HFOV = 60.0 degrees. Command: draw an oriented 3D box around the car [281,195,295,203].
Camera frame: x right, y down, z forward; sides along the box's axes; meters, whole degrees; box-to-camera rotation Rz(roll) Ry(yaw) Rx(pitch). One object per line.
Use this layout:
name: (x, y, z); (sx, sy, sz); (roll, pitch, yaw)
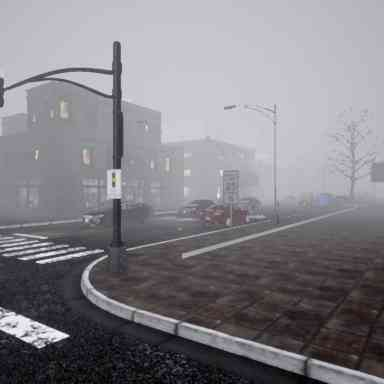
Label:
car: (16.602, 1.201, 57.033); (1.802, 1.307, 4.206); (0, 1, 35)

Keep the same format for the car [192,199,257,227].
car: (2.208, 1.403, 21.413); (1.887, 1.381, 4.507); (0, 1, 35)

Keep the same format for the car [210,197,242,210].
car: (4.049, 1.333, 38.840); (1.947, 1.339, 4.313); (0, 1, 35)

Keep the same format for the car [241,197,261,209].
car: (6.296, 1.287, 37.534); (1.812, 1.442, 4.674); (0, 0, 35)

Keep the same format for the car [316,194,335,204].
car: (22.180, 1.079, 54.948); (1.882, 1.535, 5.008); (0, 0, 34)

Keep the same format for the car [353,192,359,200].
car: (26.638, 1.115, 56.823); (1.887, 1.381, 4.507); (0, 1, 35)

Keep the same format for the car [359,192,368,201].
car: (32.915, 0.939, 65.919); (1.967, 1.590, 4.097); (0, 1, 35)

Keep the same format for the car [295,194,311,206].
car: (16.357, 1.270, 46.494); (1.895, 1.301, 4.718); (0, 0, 35)

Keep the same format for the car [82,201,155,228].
car: (-4.769, 1.384, 21.508); (2.128, 1.511, 4.902); (0, 0, 35)

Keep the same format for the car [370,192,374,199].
car: (39.191, 0.973, 75.017); (1.887, 1.381, 4.507); (0, 1, 35)

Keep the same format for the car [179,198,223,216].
car: (0.733, 1.353, 29.477); (1.812, 1.442, 4.674); (0, 0, 35)

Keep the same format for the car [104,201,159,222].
car: (-4.691, 1.452, 26.173); (1.802, 1.307, 4.206); (0, 1, 35)

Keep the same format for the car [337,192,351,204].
car: (23.500, 1.173, 52.274); (1.947, 1.339, 4.313); (0, 1, 35)

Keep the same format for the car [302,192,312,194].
car: (22.878, 0.862, 66.129); (2.192, 1.841, 5.009); (0, 1, 35)

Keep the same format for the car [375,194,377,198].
car: (45.468, 0.799, 84.113); (1.967, 1.590, 4.097); (0, 1, 35)

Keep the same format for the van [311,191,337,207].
van: (17.224, 1.021, 43.176); (1.690, 1.788, 3.998); (0, 1, 35)

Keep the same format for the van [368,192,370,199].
van: (36.053, 0.805, 70.467); (1.690, 1.788, 3.998); (0, 1, 35)

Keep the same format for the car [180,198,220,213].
car: (0.911, 1.355, 34.291); (2.008, 1.369, 4.403); (0, 1, 35)
